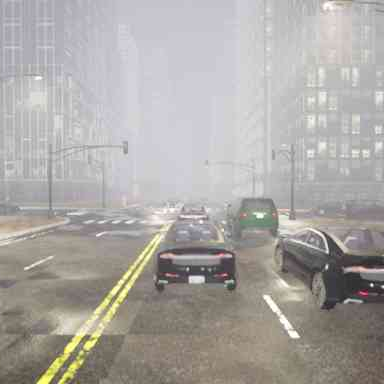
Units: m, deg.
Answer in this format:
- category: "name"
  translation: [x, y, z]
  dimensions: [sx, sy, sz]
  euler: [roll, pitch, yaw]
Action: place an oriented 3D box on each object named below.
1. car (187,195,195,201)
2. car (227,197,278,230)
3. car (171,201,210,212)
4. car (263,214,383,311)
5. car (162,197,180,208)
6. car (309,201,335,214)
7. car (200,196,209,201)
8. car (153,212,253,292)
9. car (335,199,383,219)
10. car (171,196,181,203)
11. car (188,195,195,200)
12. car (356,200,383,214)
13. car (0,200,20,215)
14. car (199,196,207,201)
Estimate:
- category: "car"
  translation: [-0.191, 1.653, 80.749]
  dimensions: [2.033, 1.411, 5.357]
  euler: [0, 0, 0]
- category: "car"
  translation: [3.306, 1.260, 18.820]
  dimensions: [2.150, 2.045, 5.566]
  euler: [0, 0, 0]
- category: "car"
  translation: [0.051, 1.531, 20.379]
  dimensions: [2.128, 1.511, 4.902]
  euler: [0, 0, 0]
- category: "car"
  translation: [3.330, 1.508, 7.778]
  dimensions: [2.128, 1.511, 4.902]
  euler: [0, 0, 0]
- category: "car"
  translation: [-3.464, 1.580, 51.277]
  dimensions: [2.128, 1.511, 4.902]
  euler: [0, 0, 0]
- category: "car"
  translation: [15.173, 1.693, 35.827]
  dimensions: [4.892, 1.490, 1.837]
  euler: [1, 1, 2]
- category: "car"
  translation: [3.057, 1.675, 81.540]
  dimensions: [1.994, 1.385, 4.181]
  euler: [0, 0, 0]
- category: "car"
  translation: [0.078, 1.510, 8.966]
  dimensions: [2.128, 1.511, 4.902]
  euler: [0, 0, 0]
- category: "car"
  translation: [16.130, 1.591, 29.997]
  dimensions: [5.009, 1.841, 2.192]
  euler: [1, 0, 1]
- category: "car"
  translation: [-3.418, 1.664, 70.514]
  dimensions: [1.994, 1.385, 4.181]
  euler: [0, 0, 0]
- category: "car"
  translation: [-0.216, 1.558, 91.197]
  dimensions: [1.895, 1.301, 4.718]
  euler: [0, 0, 0]
- category: "car"
  translation: [21.719, 1.735, 38.297]
  dimensions: [4.829, 1.417, 1.752]
  euler: [1, 0, 1]
- category: "car"
  translation: [-19.472, 1.488, 33.087]
  dimensions: [4.181, 1.385, 1.994]
  euler: [1, 1, 1]
- category: "car"
  translation: [3.034, 1.725, 91.203]
  dimensions: [1.895, 1.301, 4.718]
  euler: [0, 0, 0]
